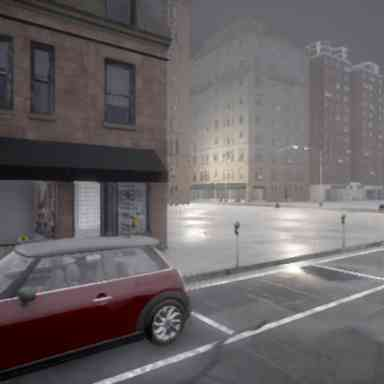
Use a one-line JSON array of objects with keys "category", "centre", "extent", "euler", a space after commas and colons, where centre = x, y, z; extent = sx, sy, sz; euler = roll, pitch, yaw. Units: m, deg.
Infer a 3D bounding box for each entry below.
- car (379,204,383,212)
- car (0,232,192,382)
[{"category": "car", "centre": [21.651, 1.432, 33.940], "extent": [1.812, 1.442, 4.674], "euler": [0, 0, -36]}, {"category": "car", "centre": [-2.085, 1.439, 4.700], "extent": [4.097, 1.590, 1.967], "euler": [0, 0, -36]}]
